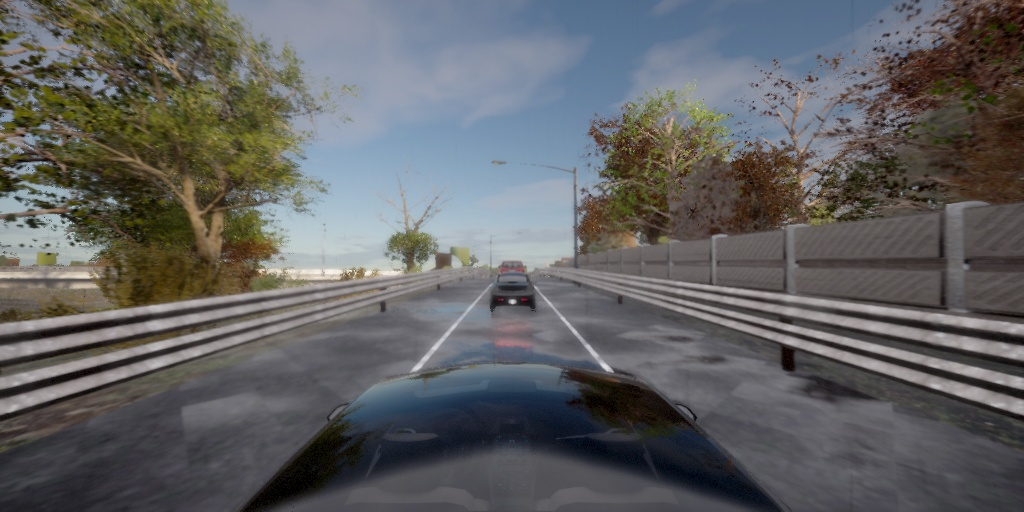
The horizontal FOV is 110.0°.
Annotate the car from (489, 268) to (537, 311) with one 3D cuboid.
[{"bbox_3d":[0.042,1.453,15.611,1.837,1.490,4.892,0,0,0],"label":"car"}]

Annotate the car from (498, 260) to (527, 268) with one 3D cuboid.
[{"bbox_3d":[0.034,1.370,29.399,2.150,2.045,5.566,0,-1,1],"label":"car"}]
